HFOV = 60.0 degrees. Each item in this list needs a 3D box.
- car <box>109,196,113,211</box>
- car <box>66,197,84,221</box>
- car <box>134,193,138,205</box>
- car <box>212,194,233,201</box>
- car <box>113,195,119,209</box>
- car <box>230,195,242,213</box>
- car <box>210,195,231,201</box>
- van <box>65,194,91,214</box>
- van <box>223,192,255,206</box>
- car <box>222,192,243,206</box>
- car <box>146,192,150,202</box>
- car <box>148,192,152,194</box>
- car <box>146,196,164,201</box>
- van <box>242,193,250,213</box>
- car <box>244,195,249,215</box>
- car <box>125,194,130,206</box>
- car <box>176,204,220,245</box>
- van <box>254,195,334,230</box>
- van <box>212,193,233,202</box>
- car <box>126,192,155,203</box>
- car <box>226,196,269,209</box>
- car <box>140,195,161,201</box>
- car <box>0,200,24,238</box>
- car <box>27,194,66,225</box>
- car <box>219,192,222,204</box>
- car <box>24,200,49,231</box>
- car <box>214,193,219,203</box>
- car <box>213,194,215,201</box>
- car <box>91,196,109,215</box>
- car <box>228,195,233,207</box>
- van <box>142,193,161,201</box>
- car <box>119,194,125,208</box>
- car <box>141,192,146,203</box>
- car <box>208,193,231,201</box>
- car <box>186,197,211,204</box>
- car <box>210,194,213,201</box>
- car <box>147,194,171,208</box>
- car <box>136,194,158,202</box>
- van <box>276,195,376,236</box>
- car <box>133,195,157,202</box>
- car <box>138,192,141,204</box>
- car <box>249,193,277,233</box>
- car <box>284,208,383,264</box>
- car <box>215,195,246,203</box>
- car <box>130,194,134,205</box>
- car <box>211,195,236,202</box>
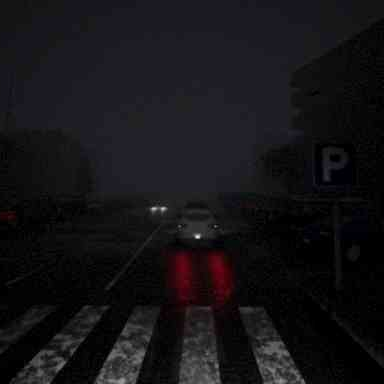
[{"bbox_3d":[-10.911,1.345,33.588,5.008,1.535,2.097,-1,0,-20],"label":"car"},{"bbox_3d":[-10.919,1.380,24.772,5.008,1.535,2.097,-1,0,-20],"label":"car"},{"bbox_3d":[-10.833,1.286,48.265,5.008,1.535,2.097,-1,1,-20],"label":"car"},{"bbox_3d":[7.299,1.383,80.583,4.553,1.767,2.185,1,-1,-19],"label":"car"},{"bbox_3d":[-10.866,1.362,36.533,4.792,1.488,2.163,-1,0,-20],"label":"car"},{"bbox_3d":[6.741,1.388,32.630,4.892,1.521,2.231,1,1,-19],"label":"car"},{"bbox_3d":[7.453,1.654,86.582,4.792,1.488,2.163,1,-2,-19],"label":"car"},{"bbox_3d":[-11.025,1.144,27.673,4.442,1.987,1.878,-1,1,-20],"label":"van"},{"bbox_3d":[7.102,1.086,50.703,4.442,1.987,1.878,1,0,-19],"label":"van"},{"bbox_3d":[6.895,1.110,38.663,5.566,2.045,2.435,1,0,-19],"label":"car"},{"bbox_3d":[-10.738,1.277,60.003,5.008,1.535,2.097,-1,0,-19],"label":"car"},{"bbox_3d":[-10.721,1.291,62.935,5.008,1.535,2.097,-1,0,-19],"label":"car"},{"bbox_3d":[-10.294,1.780,92.273,4.674,1.452,2.002,0,-2,-19],"label":"car"},{"bbox_3d":[6.678,1.189,26.662,4.442,1.987,1.878,1,0,-18],"label":"van"},{"bbox_3d":[6.443,1.300,23.612,4.553,1.767,2.185,1,0,-18],"label":"car"},{"bbox_3d":[-10.867,1.311,42.395,4.892,1.521,2.231,-1,1,-20],"label":"car"},{"bbox_3d":[0.253,1.482,15.265,1.812,1.442,4.674,0,0,1],"label":"car"},{"bbox_3d":[6.270,1.212,20.578,4.442,1.987,1.878,1,1,-18],"label":"van"},{"bbox_3d":[7.177,1.232,77.554,4.442,1.987,1.878,1,-1,-19],"label":"van"},{"bbox_3d":[-10.679,1.082,68.790,5.566,2.045,2.435,-1,0,-19],"label":"car"},{"bbox_3d":[6.911,1.349,41.668,4.892,1.521,2.231,1,0,-19],"label":"car"},{"bbox_3d":[-10.449,1.542,83.469,5.008,1.535,2.097,0,-1,-19],"label":"car"},{"bbox_3d":[-10.874,1.289,15.928,4.553,1.767,2.185,-1,1,-20],"label":"car"},{"bbox_3d":[-10.882,1.266,21.828,4.553,1.767,2.185,-1,1,-20],"label":"car"},{"bbox_3d":[6.976,1.084,44.681,5.566,2.045,2.435,1,0,-19],"label":"car"},{"bbox_3d":[-10.933,1.433,18.859,4.792,1.488,2.163,-1,1,-20],"label":"car"},{"bbox_3d":[6.837,1.297,53.595,5.366,1.575,1.946,1,0,-19],"label":"car"},{"bbox_3d":[7.066,1.049,56.662,5.566,2.045,2.435,1,0,-19],"label":"car"},{"bbox_3d":[-10.733,1.351,30.715,5.366,1.575,1.946,-1,0,-20],"label":"car"},{"bbox_3d":[6.828,1.404,35.650,4.792,1.488,2.163,1,0,-19],"label":"car"},{"bbox_3d":[-10.506,1.377,86.368,4.442,1.987,1.878,0,-1,-19],"label":"van"},{"bbox_3d":[-10.892,1.322,39.461,5.008,1.535,2.097,-1,0,-20],"label":"car"},{"bbox_3d":[-10.743,1.146,57.072,4.553,1.767,2.185,-1,0,-19],"label":"car"},{"bbox_3d":[7.459,1.439,89.551,5.566,2.045,2.435,1,-1,-19],"label":"car"},{"bbox_3d":[0.492,1.368,31.176,1.882,1.535,5.008,0,0,1],"label":"car"},{"bbox_3d":[6.955,1.325,65.564,5.366,1.575,1.946,1,0,-19],"label":"car"},{"bbox_3d":[-4.522,1.373,46.144,2.033,1.411,5.357,0,0,0],"label":"car"},{"bbox_3d":[-10.503,1.314,77.611,4.553,1.767,2.185,0,-1,-19],"label":"car"},{"bbox_3d":[6.296,1.241,14.663,4.442,1.987,1.878,1,0,-18],"label":"van"},{"bbox_3d":[-10.568,1.400,74.671,4.892,1.521,2.231,-1,-1,-19],"label":"car"},{"bbox_3d":[-10.790,1.152,51.206,4.553,1.767,2.185,-1,0,-20],"label":"car"},{"bbox_3d":[6.257,1.200,17.607,5.566,2.045,2.435,1,1,-18],"label":"car"},{"bbox_3d":[6.081,1.478,11.628,5.008,1.535,2.097,1,0,-18],"label":"car"},{"bbox_3d":[7.270,1.315,62.696,5.366,1.575,1.946,1,-1,-19],"label":"car"},{"bbox_3d":[-10.848,1.299,45.328,4.892,1.521,2.231,-1,0,-20],"label":"car"},{"bbox_3d":[7.067,1.414,74.536,5.366,1.575,1.946,1,0,-19],"label":"car"}]
